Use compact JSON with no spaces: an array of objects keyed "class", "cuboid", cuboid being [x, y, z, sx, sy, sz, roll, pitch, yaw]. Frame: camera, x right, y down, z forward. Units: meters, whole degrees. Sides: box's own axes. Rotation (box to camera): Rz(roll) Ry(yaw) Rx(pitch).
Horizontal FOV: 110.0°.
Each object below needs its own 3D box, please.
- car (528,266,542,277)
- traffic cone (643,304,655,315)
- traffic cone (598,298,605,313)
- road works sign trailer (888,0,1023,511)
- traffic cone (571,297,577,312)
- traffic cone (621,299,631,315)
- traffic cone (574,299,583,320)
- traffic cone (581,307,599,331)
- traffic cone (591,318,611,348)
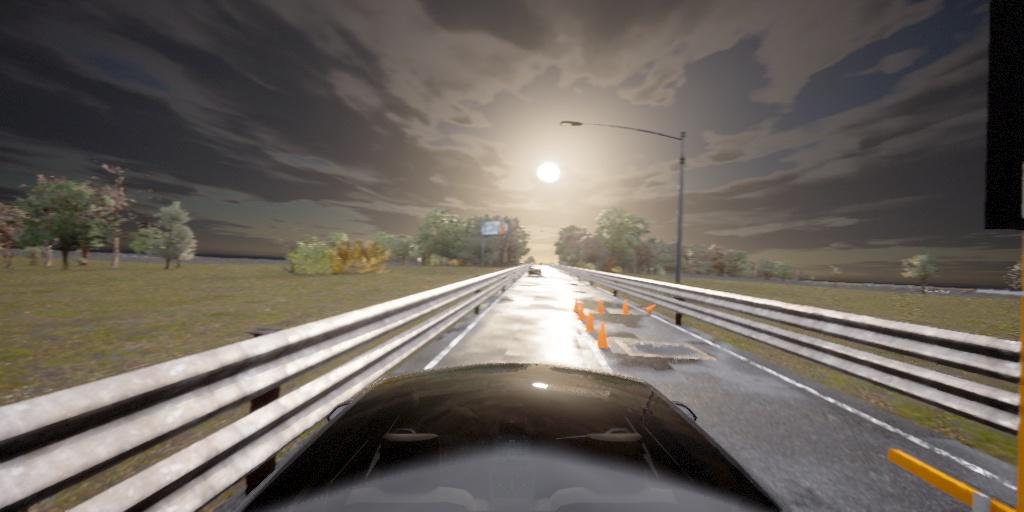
[{"class":"car","cuboid":[3.040,2.010,47.146,1.895,1.301,4.718,2,-1,4]},{"class":"traffic cone","cuboid":[5.442,1.946,14.464,0.340,0.580,0.340,0,0,8]},{"class":"traffic cone","cuboid":[3.589,2.003,14.554,0.340,0.580,0.340,0,0,4]},{"class":"road works sign trailer","cuboid":[3.064,0.337,1.564,2.380,3.560,2.880,0,0,4]},{"class":"traffic cone","cuboid":[2.592,1.963,14.624,0.340,0.580,0.340,0,0,4]},{"class":"traffic cone","cuboid":[4.585,2.042,14.483,0.340,0.580,0.340,0,0,4]},{"class":"traffic cone","cuboid":[2.452,1.934,12.630,0.340,0.580,0.340,0,0,4]},{"class":"traffic cone","cuboid":[2.311,1.905,10.635,0.340,0.580,0.340,0,0,4]},{"class":"traffic cone","cuboid":[2.170,1.875,8.640,0.340,0.580,0.340,0,0,4]}]
